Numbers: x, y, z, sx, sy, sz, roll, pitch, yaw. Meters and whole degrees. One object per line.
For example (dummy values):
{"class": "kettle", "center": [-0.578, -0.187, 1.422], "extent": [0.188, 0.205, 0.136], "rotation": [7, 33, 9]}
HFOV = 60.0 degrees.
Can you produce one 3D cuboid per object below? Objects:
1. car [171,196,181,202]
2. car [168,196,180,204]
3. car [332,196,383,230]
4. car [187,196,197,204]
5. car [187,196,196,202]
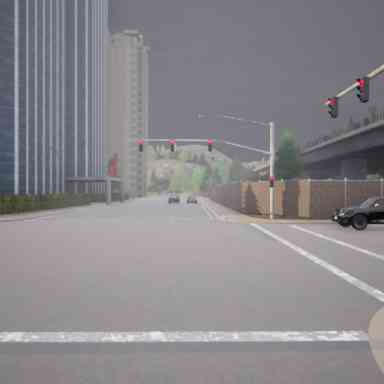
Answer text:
{"class": "car", "center": [-3.609, 1.536, 74.416], "extent": [2.033, 1.411, 5.357], "rotation": [0, 0, 0]}
{"class": "car", "center": [-3.497, 1.474, 64.199], "extent": [1.882, 1.535, 5.008], "rotation": [0, 0, 0]}
{"class": "car", "center": [11.814, 1.276, 20.931], "extent": [5.566, 2.045, 2.150], "rotation": [0, 0, 0]}
{"class": "car", "center": [0.004, 1.560, 64.595], "extent": [1.994, 1.385, 4.181], "rotation": [0, 0, 0]}
{"class": "car", "center": [-0.110, 1.591, 74.558], "extent": [1.895, 1.301, 4.718], "rotation": [0, 0, 0]}
